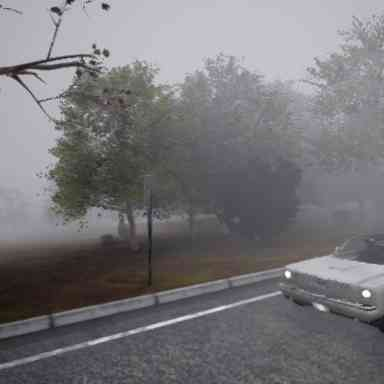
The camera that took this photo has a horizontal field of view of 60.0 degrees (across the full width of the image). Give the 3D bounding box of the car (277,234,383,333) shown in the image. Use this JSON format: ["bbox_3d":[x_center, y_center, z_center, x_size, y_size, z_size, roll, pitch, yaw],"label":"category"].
[{"bbox_3d":[3.927,1.598,6.799,4.718,1.301,1.895,0,0,-36],"label":"car"}]
